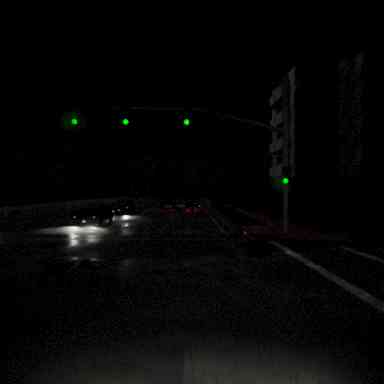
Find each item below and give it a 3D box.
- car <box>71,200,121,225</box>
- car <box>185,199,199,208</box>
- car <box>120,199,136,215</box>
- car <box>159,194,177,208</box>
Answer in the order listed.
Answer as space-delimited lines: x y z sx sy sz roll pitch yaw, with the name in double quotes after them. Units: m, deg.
-7.082 1.553 24.506 2.033 1.411 5.357 0 0 0 "car"
0.007 1.612 48.961 1.895 1.301 4.718 0 0 0 "car"
-7.076 1.513 34.652 1.837 1.490 4.892 0 0 0 "car"
-3.497 1.233 48.586 2.150 2.045 5.566 0 0 0 "car"
